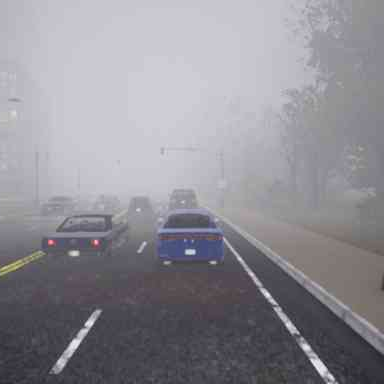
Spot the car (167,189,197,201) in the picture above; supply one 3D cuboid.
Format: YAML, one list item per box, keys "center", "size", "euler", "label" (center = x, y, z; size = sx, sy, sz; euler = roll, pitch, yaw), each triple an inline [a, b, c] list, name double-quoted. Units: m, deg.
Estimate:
- center: [-0.749, 0.756, 26.288]
  size: [2.150, 2.045, 5.566]
  euler: [0, 1, -3]
  label: "car"

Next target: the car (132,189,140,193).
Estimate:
- center: [-14.052, 0.018, 83.648]
  size: [1.812, 1.442, 4.674]
  euler: [0, 1, -10]
  label: "car"

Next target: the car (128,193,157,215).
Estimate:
- center: [-4.034, 1.035, 26.699]
  size: [1.837, 1.490, 4.892]
  euler: [0, 0, -3]
  label: "car"

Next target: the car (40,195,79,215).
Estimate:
- center: [-10.703, 1.038, 27.138]
  size: [1.837, 1.490, 4.892]
  euler: [0, 1, -3]
  label: "car"

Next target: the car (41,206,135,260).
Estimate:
- center: [-3.367, 1.400, 11.574]
  size: [1.895, 1.301, 4.718]
  euler: [0, 1, -2]
  label: "car"

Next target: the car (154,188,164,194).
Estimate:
- center: [-8.550, -0.154, 89.714]
  size: [1.882, 1.535, 5.008]
  euler: [0, 1, -11]
  label: "car"

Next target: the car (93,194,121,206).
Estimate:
- center: [-7.591, 0.972, 29.925]
  size: [2.128, 1.511, 4.902]
  euler: [0, 1, -3]
  label: "car"

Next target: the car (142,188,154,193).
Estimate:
- center: [-11.827, -0.145, 89.556]
  size: [1.882, 1.535, 5.008]
  euler: [0, 1, -11]
  label: "car"

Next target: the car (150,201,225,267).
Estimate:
- center: [-0.103, 1.289, 10.747]
  size: [1.882, 1.535, 5.008]
  euler: [0, 1, -1]
  label: "car"
